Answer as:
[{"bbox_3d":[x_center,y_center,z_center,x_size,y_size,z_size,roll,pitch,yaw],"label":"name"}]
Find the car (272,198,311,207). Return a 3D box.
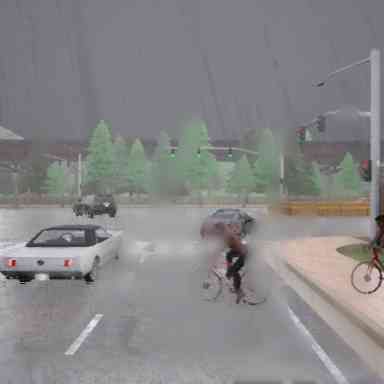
[{"bbox_3d":[12.752,1.497,42.608,4.892,1.490,1.837,0,0,-1],"label":"car"}]

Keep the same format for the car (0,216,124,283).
[{"bbox_3d":[-3.296,1.599,9.607,1.895,1.301,4.718,0,0,1],"label":"car"}]

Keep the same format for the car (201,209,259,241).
[{"bbox_3d":[2.020,1.561,17.000,1.994,1.385,4.181,0,0,24],"label":"car"}]

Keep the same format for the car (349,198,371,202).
[{"bbox_3d":[22.155,1.469,42.759,5.008,1.535,1.882,0,0,-1],"label":"car"}]

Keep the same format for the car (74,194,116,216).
[{"bbox_3d":[-8.693,1.216,29.707,2.150,2.045,5.566,1,-1,-37],"label":"car"}]

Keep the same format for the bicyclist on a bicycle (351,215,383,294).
[{"bbox_3d":[4.062,1.300,6.868,1.656,1.620,0.582,0,0,-5],"label":"bicyclist on a bicycle"}]

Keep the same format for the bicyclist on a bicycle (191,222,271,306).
[{"bbox_3d":[0.736,1.440,6.657,1.656,1.620,0.582,-1,0,18],"label":"bicyclist on a bicycle"}]
